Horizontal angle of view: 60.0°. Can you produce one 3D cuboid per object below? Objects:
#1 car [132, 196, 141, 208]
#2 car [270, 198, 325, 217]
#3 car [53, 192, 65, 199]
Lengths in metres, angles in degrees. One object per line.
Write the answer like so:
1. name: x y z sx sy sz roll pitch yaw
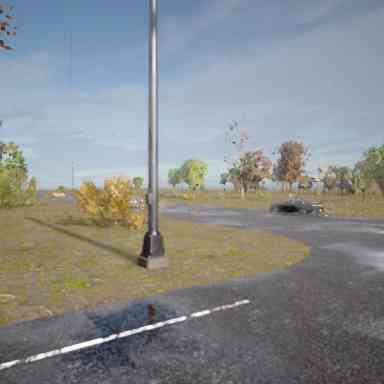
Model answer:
1. car: -6.544 1.168 38.694 1.812 1.442 4.674 -1 1 -35
2. car: 8.984 1.257 28.797 2.128 1.511 4.902 -1 1 -35
3. car: -27.949 0.666 69.754 1.882 1.535 5.008 -1 1 -31
